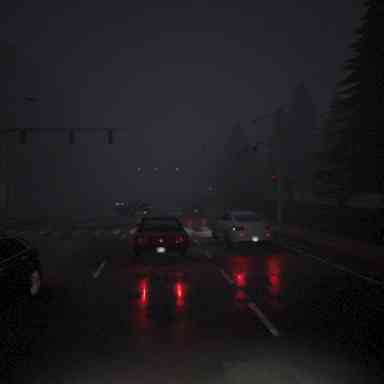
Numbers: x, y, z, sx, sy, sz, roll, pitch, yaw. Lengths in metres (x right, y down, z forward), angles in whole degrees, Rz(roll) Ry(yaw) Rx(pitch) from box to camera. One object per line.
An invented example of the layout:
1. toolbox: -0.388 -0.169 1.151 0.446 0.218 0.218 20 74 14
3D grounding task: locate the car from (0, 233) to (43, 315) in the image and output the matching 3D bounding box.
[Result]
1. car: -4.119 1.540 5.641 1.837 1.490 4.892 0 0 -5

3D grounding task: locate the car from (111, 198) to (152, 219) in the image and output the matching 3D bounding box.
1. car: -5.298 1.562 30.215 2.128 1.511 4.902 0 -1 -32

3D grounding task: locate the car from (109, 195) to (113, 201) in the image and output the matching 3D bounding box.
1. car: -19.721 1.545 85.071 2.097 1.767 4.553 0 0 -29

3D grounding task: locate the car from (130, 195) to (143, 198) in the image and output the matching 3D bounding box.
1. car: -11.664 1.483 72.291 2.097 1.767 4.553 0 0 -7

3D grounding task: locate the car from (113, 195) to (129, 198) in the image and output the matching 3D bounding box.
1. car: -14.941 1.706 70.350 1.994 1.385 4.181 0 0 -7

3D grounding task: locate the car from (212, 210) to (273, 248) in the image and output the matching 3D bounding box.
1. car: 2.101 1.516 14.637 1.812 1.442 4.674 0 0 -6

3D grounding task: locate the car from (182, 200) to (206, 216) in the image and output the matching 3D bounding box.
1. car: 0.103 1.543 32.163 1.812 1.442 4.674 -1 0 -6

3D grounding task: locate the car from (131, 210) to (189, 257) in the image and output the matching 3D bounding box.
1. car: -1.253 1.617 13.132 1.895 1.301 4.718 0 0 -6
